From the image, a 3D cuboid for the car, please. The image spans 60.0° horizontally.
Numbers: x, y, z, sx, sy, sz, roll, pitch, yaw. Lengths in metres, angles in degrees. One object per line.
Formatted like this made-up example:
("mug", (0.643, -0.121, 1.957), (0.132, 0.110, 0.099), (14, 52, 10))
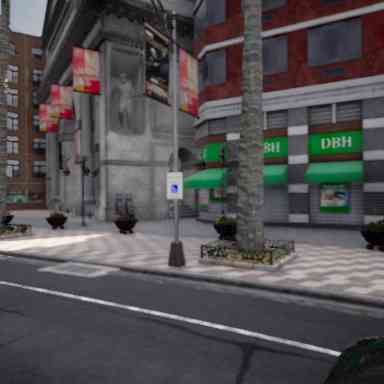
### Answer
("car", (2.792, 1.539, 1.708), (4.181, 1.385, 1.994), (-1, 0, 36))
